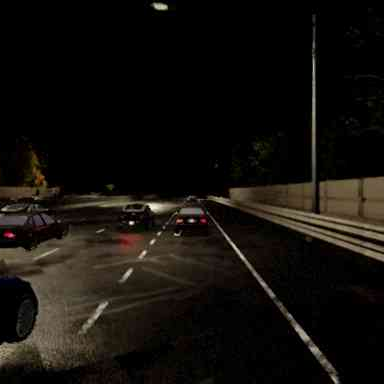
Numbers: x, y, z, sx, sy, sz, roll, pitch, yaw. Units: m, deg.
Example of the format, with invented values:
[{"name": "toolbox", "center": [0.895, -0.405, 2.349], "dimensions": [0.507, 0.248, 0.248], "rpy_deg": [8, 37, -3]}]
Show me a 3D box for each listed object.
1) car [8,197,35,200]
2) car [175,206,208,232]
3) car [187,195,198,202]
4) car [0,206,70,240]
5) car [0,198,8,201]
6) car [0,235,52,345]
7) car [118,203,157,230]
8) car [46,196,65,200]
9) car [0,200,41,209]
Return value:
[{"name": "car", "center": [-24.598, 1.522, 49.149], "dimensions": [1.812, 1.442, 4.674], "rpy_deg": [0, 0, 0]}, {"name": "car", "center": [-0.021, 1.539, 19.792], "dimensions": [2.033, 1.411, 5.357], "rpy_deg": [0, 0, 0]}, {"name": "car", "center": [-0.079, 1.591, 74.476], "dimensions": [1.812, 1.442, 4.674], "rpy_deg": [0, 0, 0]}, {"name": "car", "center": [-6.915, 1.537, 13.959], "dimensions": [2.033, 1.411, 5.357], "rpy_deg": [0, 0, 0]}, {"name": "car", "center": [-28.091, 1.541, 48.868], "dimensions": [2.033, 1.411, 5.357], "rpy_deg": [0, 0, 1]}, {"name": "car", "center": [-3.404, 1.522, 3.478], "dimensions": [1.812, 1.442, 4.674], "rpy_deg": [0, 0, 0]}, {"name": "car", "center": [-3.423, 1.495, 21.185], "dimensions": [1.837, 1.490, 4.892], "rpy_deg": [0, 0, 0]}, {"name": "car", "center": [-21.100, 1.353, 51.272], "dimensions": [2.097, 1.767, 4.553], "rpy_deg": [0, 0, 0]}, {"name": "car", "center": [-10.421, 1.477, 21.120], "dimensions": [2.128, 1.511, 4.902], "rpy_deg": [0, 0, 0]}]
